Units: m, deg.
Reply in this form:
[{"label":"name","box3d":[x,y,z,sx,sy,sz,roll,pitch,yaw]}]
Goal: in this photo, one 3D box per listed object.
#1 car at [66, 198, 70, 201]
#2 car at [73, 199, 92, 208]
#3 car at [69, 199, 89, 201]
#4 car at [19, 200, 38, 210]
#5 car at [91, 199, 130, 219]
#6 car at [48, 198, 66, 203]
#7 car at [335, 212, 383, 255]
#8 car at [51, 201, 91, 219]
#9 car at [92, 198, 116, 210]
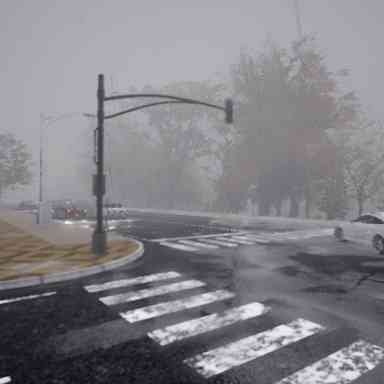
[{"label":"car","box3d":[-21.602,1.823,56.464,2.097,1.767,4.553,1,-1,-36]},{"label":"car","box3d":[-19.469,2.021,59.061,1.837,1.490,4.892,1,-1,-36]},{"label":"car","box3d":[-16.094,1.986,48.896,1.895,1.301,4.718,1,-1,-35]},{"label":"car","box3d":[-23.958,1.896,48.609,2.033,1.411,5.357,1,-1,-36]},{"label":"car","box3d":[-7.494,1.698,31.142,1.812,1.442,4.674,1,-1,-36]},{"label":"car","box3d":[-20.723,1.942,49.661,1.994,1.385,4.181,1,-1,-35]},{"label":"car","box3d":[7.399,1.517,13.009,1.812,1.442,4.674,1,0,-2]},{"label":"car","box3d":[-11.328,1.753,30.903,1.895,1.301,4.718,1,-1,-36]},{"label":"car","box3d":[-13.541,1.776,50.921,2.097,1.767,4.553,1,-1,-35]}]
